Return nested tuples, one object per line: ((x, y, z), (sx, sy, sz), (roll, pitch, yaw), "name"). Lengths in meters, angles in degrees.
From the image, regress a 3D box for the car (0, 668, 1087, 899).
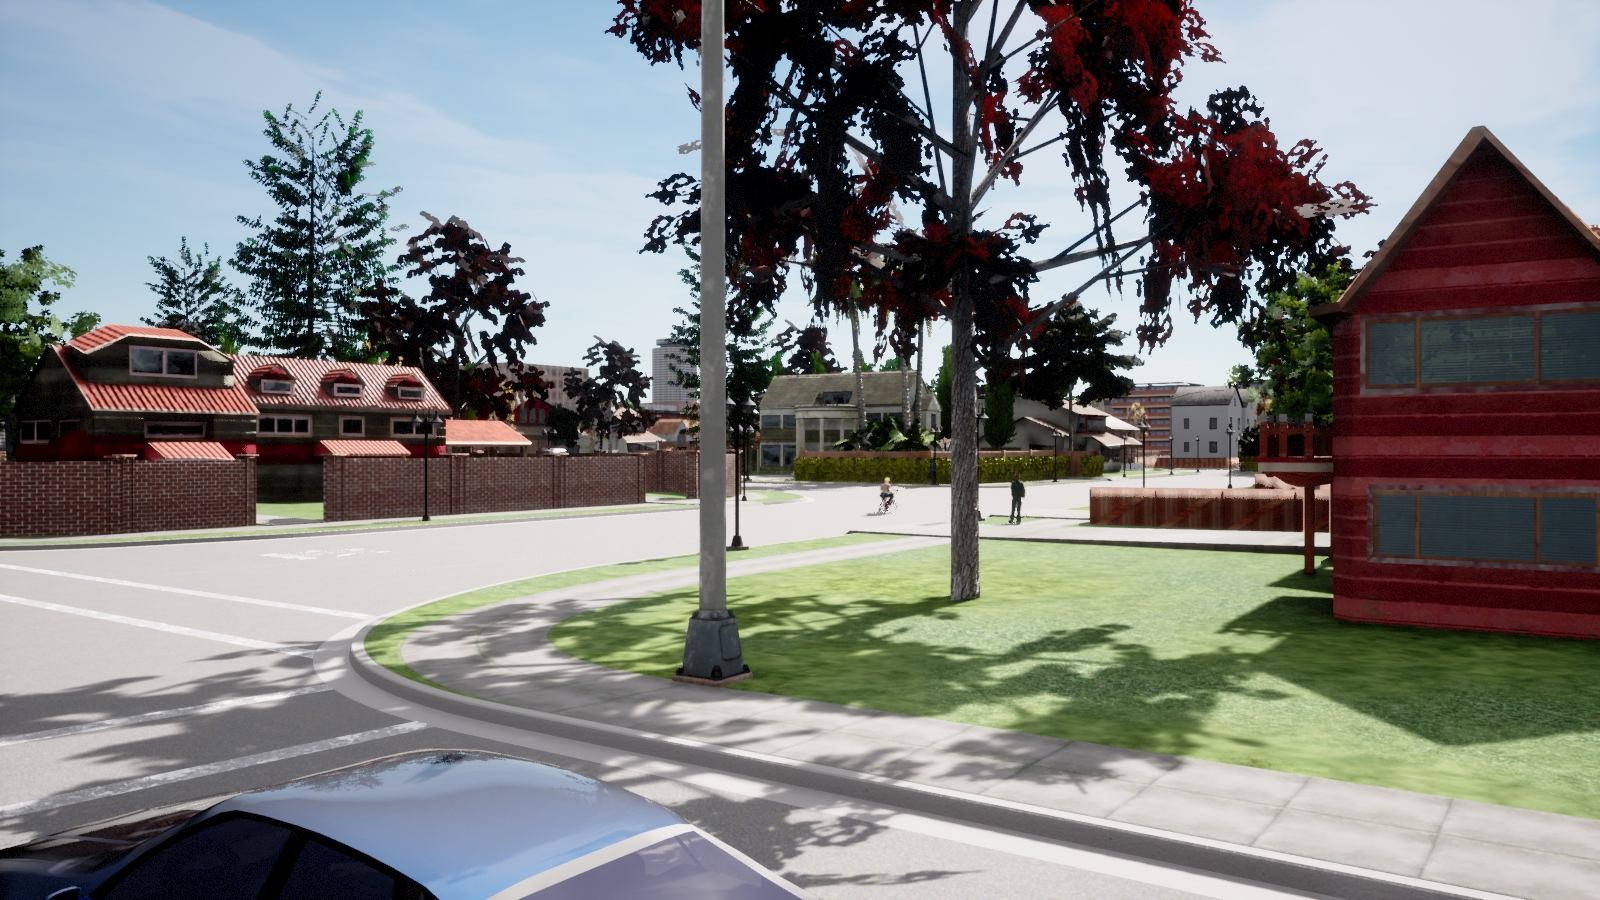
((-1.713, 2.106, 4.943), (5.357, 1.411, 2.033), (0, 0, 36), "car")

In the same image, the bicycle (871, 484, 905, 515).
((3.847, 2.145, 49.835), (0.859, 1.301, 1.487), (0, 0, 34), "bicycle")

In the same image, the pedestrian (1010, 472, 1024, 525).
((7.631, 1.704, 40.142), (0.375, 1.860, 0.375), (0, 0, 30), "pedestrian")
